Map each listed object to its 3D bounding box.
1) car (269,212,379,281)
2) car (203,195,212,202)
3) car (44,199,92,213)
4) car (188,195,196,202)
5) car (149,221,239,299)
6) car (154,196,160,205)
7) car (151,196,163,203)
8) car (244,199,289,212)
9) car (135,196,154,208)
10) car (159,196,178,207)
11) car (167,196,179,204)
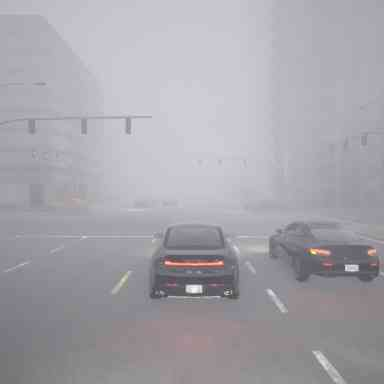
[{"bbox_3d":[3.564,1.526,9.693,1.812,1.442,4.674,0,0,0],"label":"car"},{"bbox_3d":[3.501,1.363,73.944,1.812,1.442,4.674,0,0,0],"label":"car"},{"bbox_3d":[-13.380,1.477,35.900,5.008,1.535,1.882,0,0,1],"label":"car"},{"bbox_3d":[0.001,1.364,73.944,2.128,1.511,4.902,0,0,0],"label":"car"},{"bbox_3d":[0.058,1.505,8.437,1.837,1.490,4.892,0,0,0],"label":"car"},{"bbox_3d":[-7.079,1.477,57.527,1.882,1.535,5.008,0,0,0],"label":"car"},{"bbox_3d":[-7.019,1.564,67.491,1.994,1.385,4.181,0,0,1],"label":"car"},{"bbox_3d":[8.322,1.507,37.293,4.892,1.490,1.837,1,1,20],"label":"car"},{"bbox_3d":[-7.086,1.601,48.423,1.895,1.301,4.718,0,0,0],"label":"car"},{"bbox_3d":[-3.568,1.477,52.546,1.882,1.535,5.008,0,0,0],"label":"car"},{"bbox_3d":[-3.545,1.547,62.808,2.033,1.411,5.357,0,0,0],"label":"car"}]
